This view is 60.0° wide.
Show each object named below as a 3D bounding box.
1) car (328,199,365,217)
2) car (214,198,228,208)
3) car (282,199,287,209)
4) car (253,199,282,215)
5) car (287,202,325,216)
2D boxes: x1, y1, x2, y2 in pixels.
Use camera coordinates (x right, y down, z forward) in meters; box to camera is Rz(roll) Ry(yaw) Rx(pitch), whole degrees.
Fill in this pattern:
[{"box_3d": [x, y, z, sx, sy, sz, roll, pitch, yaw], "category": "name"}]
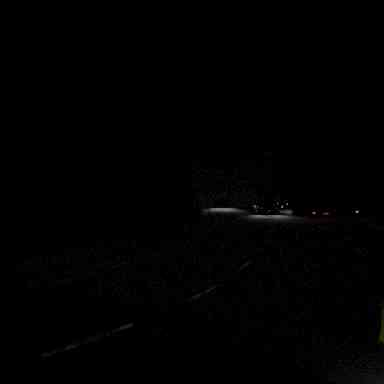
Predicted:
[{"box_3d": [14.329, 1.470, 31.037, 1.837, 1.490, 4.892, 0, -1, 3], "category": "car"}, {"box_3d": [4.142, 1.569, 47.425, 1.895, 1.301, 4.718, 0, 0, 2], "category": "car"}, {"box_3d": [11.223, 1.564, 43.381, 1.895, 1.301, 4.718, 0, 0, 2], "category": "car"}, {"box_3d": [7.296, 1.499, 33.501, 1.812, 1.442, 4.674, 0, 0, 1], "category": "car"}, {"box_3d": [10.874, 1.571, 31.623, 1.895, 1.301, 4.718, 0, 0, 2], "category": "car"}]
